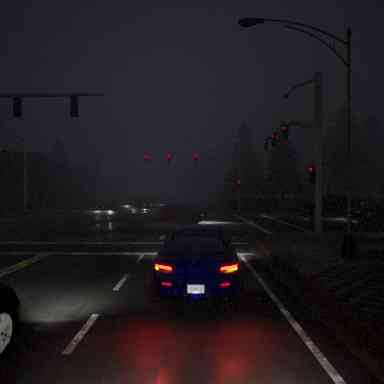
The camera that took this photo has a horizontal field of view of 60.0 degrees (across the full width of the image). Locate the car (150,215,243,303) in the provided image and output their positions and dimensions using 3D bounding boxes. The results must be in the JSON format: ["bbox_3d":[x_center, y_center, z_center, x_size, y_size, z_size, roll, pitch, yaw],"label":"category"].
[{"bbox_3d":[0.131,1.526,8.100,1.812,1.442,4.674,0,0,2],"label":"car"}]

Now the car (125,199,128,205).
[{"bbox_3d":[-10.612,1.600,59.392,1.895,1.301,4.718,0,0,0],"label":"car"}]

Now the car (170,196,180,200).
[{"bbox_3d":[-3.479,1.477,69.609,1.882,1.535,5.008,0,0,0],"label":"car"}]

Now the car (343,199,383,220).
[{"bbox_3d":[15.885,1.547,27.619,5.357,1.411,2.033,0,0,0],"label":"car"}]

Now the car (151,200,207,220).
[{"bbox_3d":[-0.842,1.564,26.321,4.181,1.385,1.994,0,0,36],"label":"car"}]

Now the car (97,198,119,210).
[{"bbox_3d":[-10.643,1.526,42.306,1.812,1.442,4.674,0,0,0],"label":"car"}]

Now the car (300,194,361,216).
[{"bbox_3d":[13.063,1.222,31.118,5.566,2.045,2.150,0,0,0],"label":"car"}]

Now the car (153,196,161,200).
[{"bbox_3d":[-7.073,1.560,63.904,1.837,1.490,4.892,0,0,0],"label":"car"}]

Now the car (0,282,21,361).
[{"bbox_3d":[-3.442,1.505,2.966,1.837,1.490,4.892,0,0,0],"label":"car"}]

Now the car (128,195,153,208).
[{"bbox_3d":[-7.147,1.354,46.540,2.097,1.767,4.553,0,0,0],"label":"car"}]
